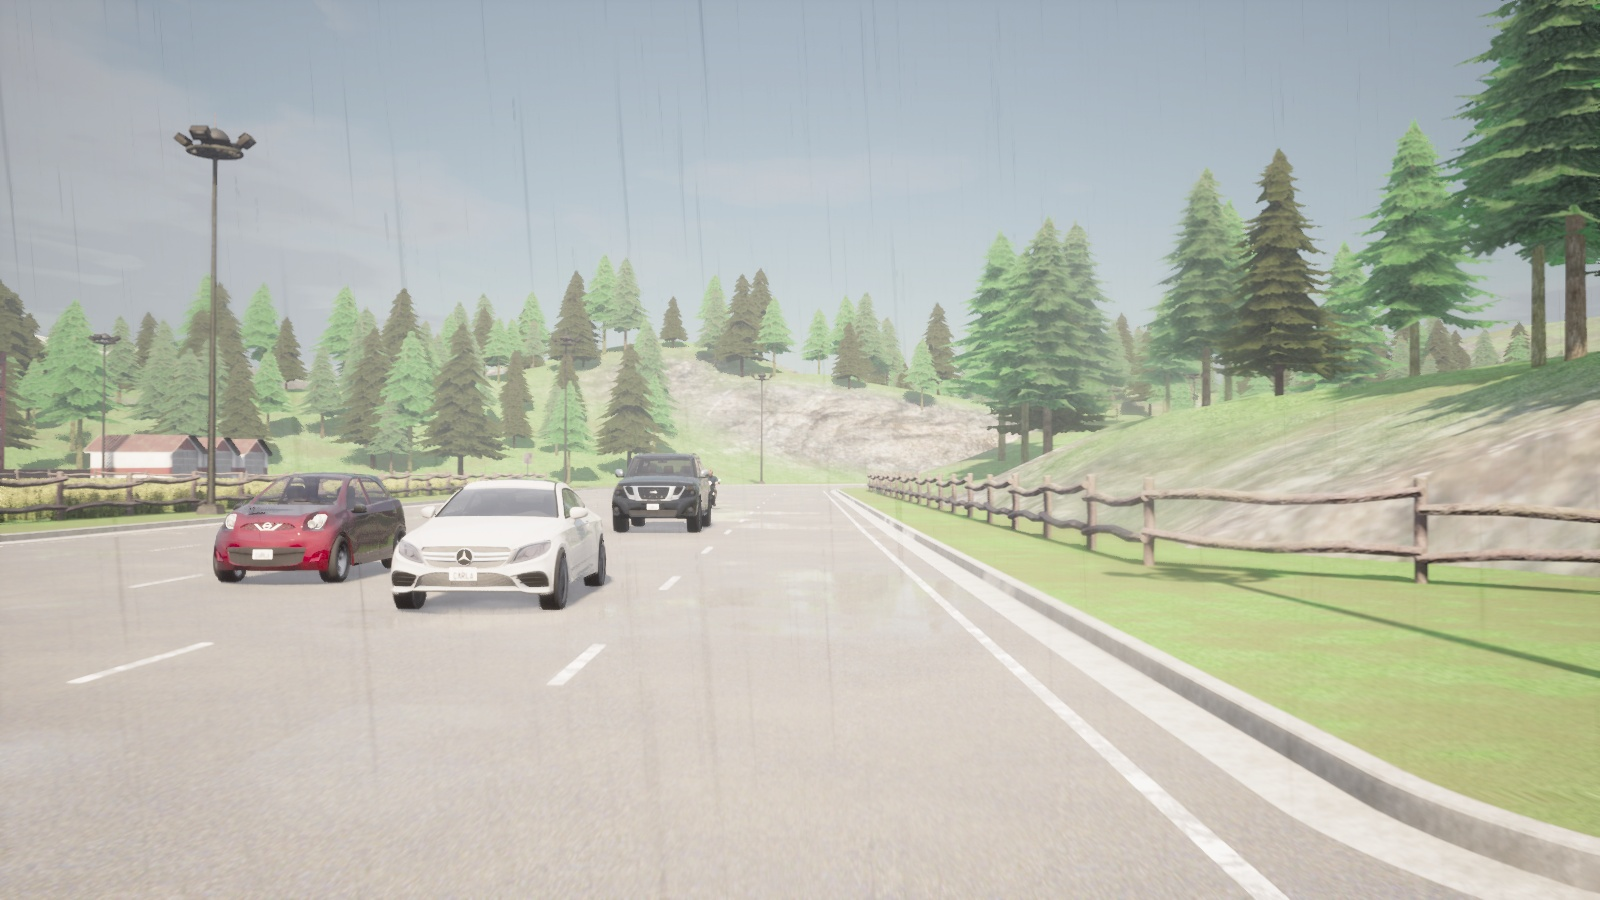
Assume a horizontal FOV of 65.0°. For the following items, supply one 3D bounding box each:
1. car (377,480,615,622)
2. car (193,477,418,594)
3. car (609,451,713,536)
[{"bbox_3d":[-3.538,1.115,15.528,1.812,1.442,4.674,0,-1,0],"label":"car"},{"bbox_3d":[-7.044,1.163,18.295,1.845,1.501,3.633,0,-1,0],"label":"car"},{"bbox_3d":[-3.572,1.106,33.348,2.150,2.045,5.566,0,-1,0],"label":"car"}]
